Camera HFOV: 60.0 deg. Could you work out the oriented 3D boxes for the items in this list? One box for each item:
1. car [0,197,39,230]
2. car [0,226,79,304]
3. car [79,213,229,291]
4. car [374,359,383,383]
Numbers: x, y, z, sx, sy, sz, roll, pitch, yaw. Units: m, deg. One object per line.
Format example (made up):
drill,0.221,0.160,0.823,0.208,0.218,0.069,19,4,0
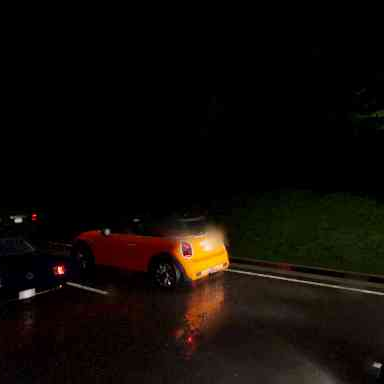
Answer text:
car,-9.083,1.222,14.777,5.566,2.045,2.150,0,0,36
car,-4.863,1.601,7.465,4.718,1.301,1.895,0,0,35
car,-1.337,1.352,9.251,4.553,1.767,2.097,0,0,36
car,3.708,1.547,1.341,5.357,1.411,2.033,0,0,35
